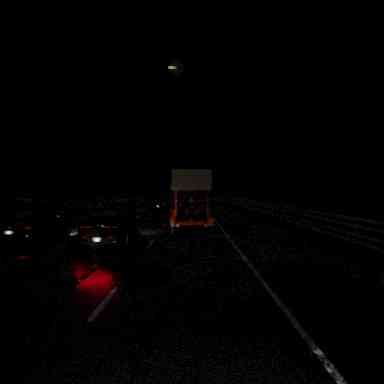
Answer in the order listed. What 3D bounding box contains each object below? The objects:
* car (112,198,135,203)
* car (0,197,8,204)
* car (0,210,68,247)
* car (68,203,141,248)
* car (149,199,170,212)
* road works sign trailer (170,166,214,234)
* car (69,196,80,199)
[{"bbox_3d":[-6.919,1.317,33.934,1.882,1.535,5.008,0,0,0],"label":"car"},{"bbox_3d":[-17.612,1.215,28.429,2.097,1.767,4.553,0,0,0],"label":"car"},{"bbox_3d":[-6.908,1.493,14.591,1.994,1.385,4.181,0,0,0],"label":"car"},{"bbox_3d":[-3.407,1.436,14.319,1.837,1.490,4.892,0,0,0],"label":"car"},{"bbox_3d":[-3.420,1.399,35.353,1.994,1.385,4.181,0,0,0],"label":"car"},{"bbox_3d":[-0.011,0.375,18.583,2.380,3.560,2.880,0,0,0],"label":"road works sign trailer"},{"bbox_3d":[-24.539,1.662,69.526,2.097,1.767,4.553,0,-1,0],"label":"car"}]
